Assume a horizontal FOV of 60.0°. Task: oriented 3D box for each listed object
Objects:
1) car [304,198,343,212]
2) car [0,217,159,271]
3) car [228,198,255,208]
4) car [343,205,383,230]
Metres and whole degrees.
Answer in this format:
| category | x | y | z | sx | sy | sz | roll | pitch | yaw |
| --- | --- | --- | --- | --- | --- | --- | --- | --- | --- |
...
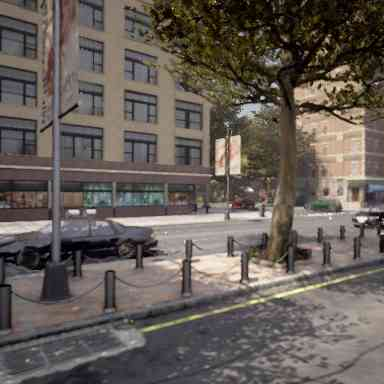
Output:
| category | x | y | z | sx | sy | sz | roll | pitch | yaw |
| --- | --- | --- | --- | --- | --- | --- | --- | --- | --- |
| car | 16.733 | 1.606 | 42.406 | 4.553 | 1.767 | 2.097 | 0 | 0 | 42 |
| car | -3.783 | 1.567 | 11.095 | 5.357 | 1.411 | 2.033 | 0 | 0 | -35 |
| car | 7.955 | 1.725 | 53.953 | 1.882 | 1.535 | 5.008 | 0 | 0 | -36 |
| car | 12.854 | 1.648 | 22.715 | 4.902 | 1.511 | 2.128 | 1 | 0 | -35 |
